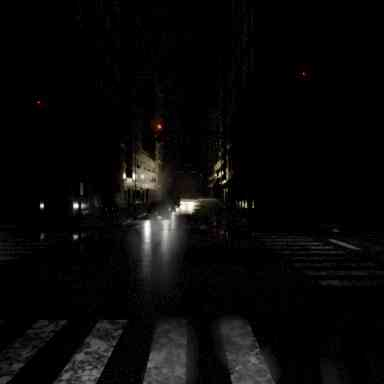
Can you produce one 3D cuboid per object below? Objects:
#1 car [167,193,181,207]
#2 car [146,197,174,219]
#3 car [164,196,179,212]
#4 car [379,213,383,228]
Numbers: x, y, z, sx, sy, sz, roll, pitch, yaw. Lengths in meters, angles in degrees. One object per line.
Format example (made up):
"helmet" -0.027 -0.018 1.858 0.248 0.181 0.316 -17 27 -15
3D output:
"car" -2.874 1.197 49.552 2.150 2.045 5.566 0 0 0
"car" -2.865 1.496 29.285 1.837 1.490 4.892 0 0 0
"car" -2.864 1.511 39.152 1.812 1.442 4.674 0 0 0
"car" 12.338 1.282 16.892 5.009 1.841 2.192 0 0 0
